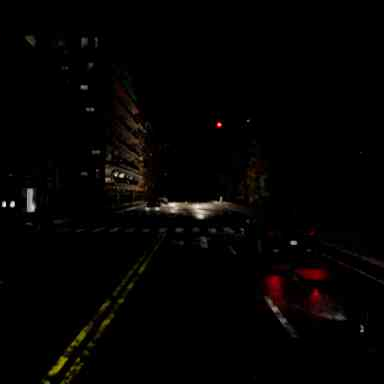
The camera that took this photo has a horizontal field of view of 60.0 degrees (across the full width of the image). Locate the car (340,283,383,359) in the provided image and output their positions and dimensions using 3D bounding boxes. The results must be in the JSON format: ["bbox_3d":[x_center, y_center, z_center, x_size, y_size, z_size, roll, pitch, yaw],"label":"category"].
[{"bbox_3d":[3.349,1.568,2.992,2.033,1.411,5.357,0,0,0],"label":"car"}]

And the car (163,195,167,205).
[{"bbox_3d":[-6.514,1.732,71.819,2.150,2.045,5.566,0,0,0],"label":"car"}]

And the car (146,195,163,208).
[{"bbox_3d":[-6.566,1.746,56.653,2.097,1.767,4.553,0,0,0],"label":"car"}]

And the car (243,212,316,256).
[{"bbox_3d":[3.349,1.570,13.631,1.882,1.535,5.008,0,0,-1],"label":"car"}]
